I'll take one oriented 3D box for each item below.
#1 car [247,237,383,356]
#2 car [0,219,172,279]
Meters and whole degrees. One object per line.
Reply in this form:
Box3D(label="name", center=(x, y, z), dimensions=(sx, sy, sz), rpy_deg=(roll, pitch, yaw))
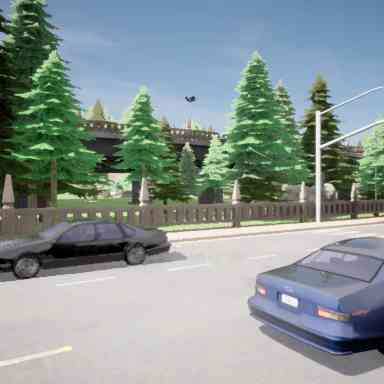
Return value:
Box3D(label="car", center=(3.496, 1.547, 5.918), dimensions=(5.357, 1.411, 2.033), rpy_deg=(0, 0, -31))
Box3D(label="car", center=(-3.284, 1.547, 10.140), dimensions=(5.357, 1.411, 2.033), rpy_deg=(0, 0, -32))
